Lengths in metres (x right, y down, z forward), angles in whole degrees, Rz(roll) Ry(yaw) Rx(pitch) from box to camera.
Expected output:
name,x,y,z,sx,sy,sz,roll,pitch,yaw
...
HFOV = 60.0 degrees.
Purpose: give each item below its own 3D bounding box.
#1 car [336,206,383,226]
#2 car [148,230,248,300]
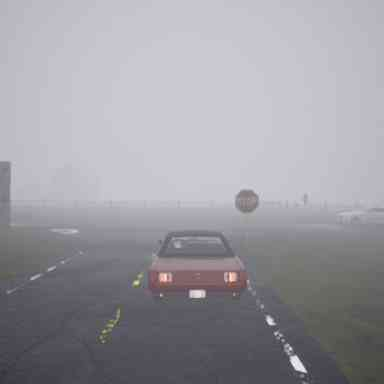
name,x,y,z,sx,sy,sz,roll,pitch,yaw
car,13.036,1.743,24.280,4.674,1.442,1.812,1,-1,0
car,0.069,1.606,8.389,1.895,1.301,4.718,0,0,-1
